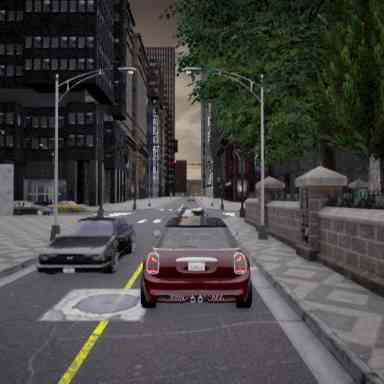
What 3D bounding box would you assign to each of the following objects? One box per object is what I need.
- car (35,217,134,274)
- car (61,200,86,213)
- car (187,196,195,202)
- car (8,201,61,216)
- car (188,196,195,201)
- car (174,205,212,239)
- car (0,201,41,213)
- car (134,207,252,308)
[{"bbox_3d":[-3.027,1.551,10.836,2.033,1.411,5.357,0,0,0],"label":"car"},{"bbox_3d":[-14.875,1.664,38.640,4.829,1.417,1.752,0,-1,0],"label":"car"},{"bbox_3d":[-0.219,1.706,79.689,2.033,1.411,5.357,0,0,0],"label":"car"},{"bbox_3d":[-14.720,1.508,30.115,4.403,1.369,2.008,0,-1,0],"label":"car"},{"bbox_3d":[-0.248,1.683,90.108,1.812,1.442,4.674,0,0,0],"label":"car"},{"bbox_3d":[0.048,1.536,18.197,1.812,1.442,4.674,0,0,0],"label":"car"},{"bbox_3d":[-20.218,1.696,38.654,4.403,1.369,2.008,0,-1,0],"label":"car"},{"bbox_3d":[0.076,1.354,8.070,2.097,1.767,4.553,0,0,0],"label":"car"}]
